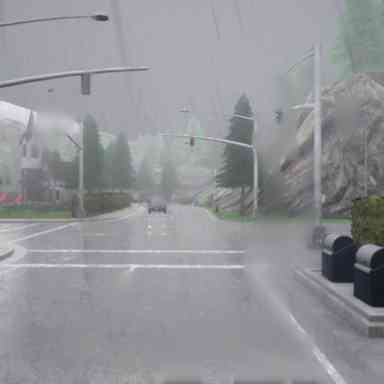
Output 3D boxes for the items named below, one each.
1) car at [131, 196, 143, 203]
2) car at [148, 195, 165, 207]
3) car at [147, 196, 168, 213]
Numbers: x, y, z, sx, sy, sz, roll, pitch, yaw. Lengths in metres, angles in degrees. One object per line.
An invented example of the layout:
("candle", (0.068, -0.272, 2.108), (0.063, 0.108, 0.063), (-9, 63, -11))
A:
("car", (-11.488, 1.559, 66.558), (1.837, 1.490, 4.892), (0, 0, -32))
("car", (-5.450, 1.354, 50.714), (2.097, 1.767, 4.553), (0, 0, -13))
("car", (-3.748, 1.504, 36.685), (1.837, 1.490, 4.892), (0, 0, -2))
